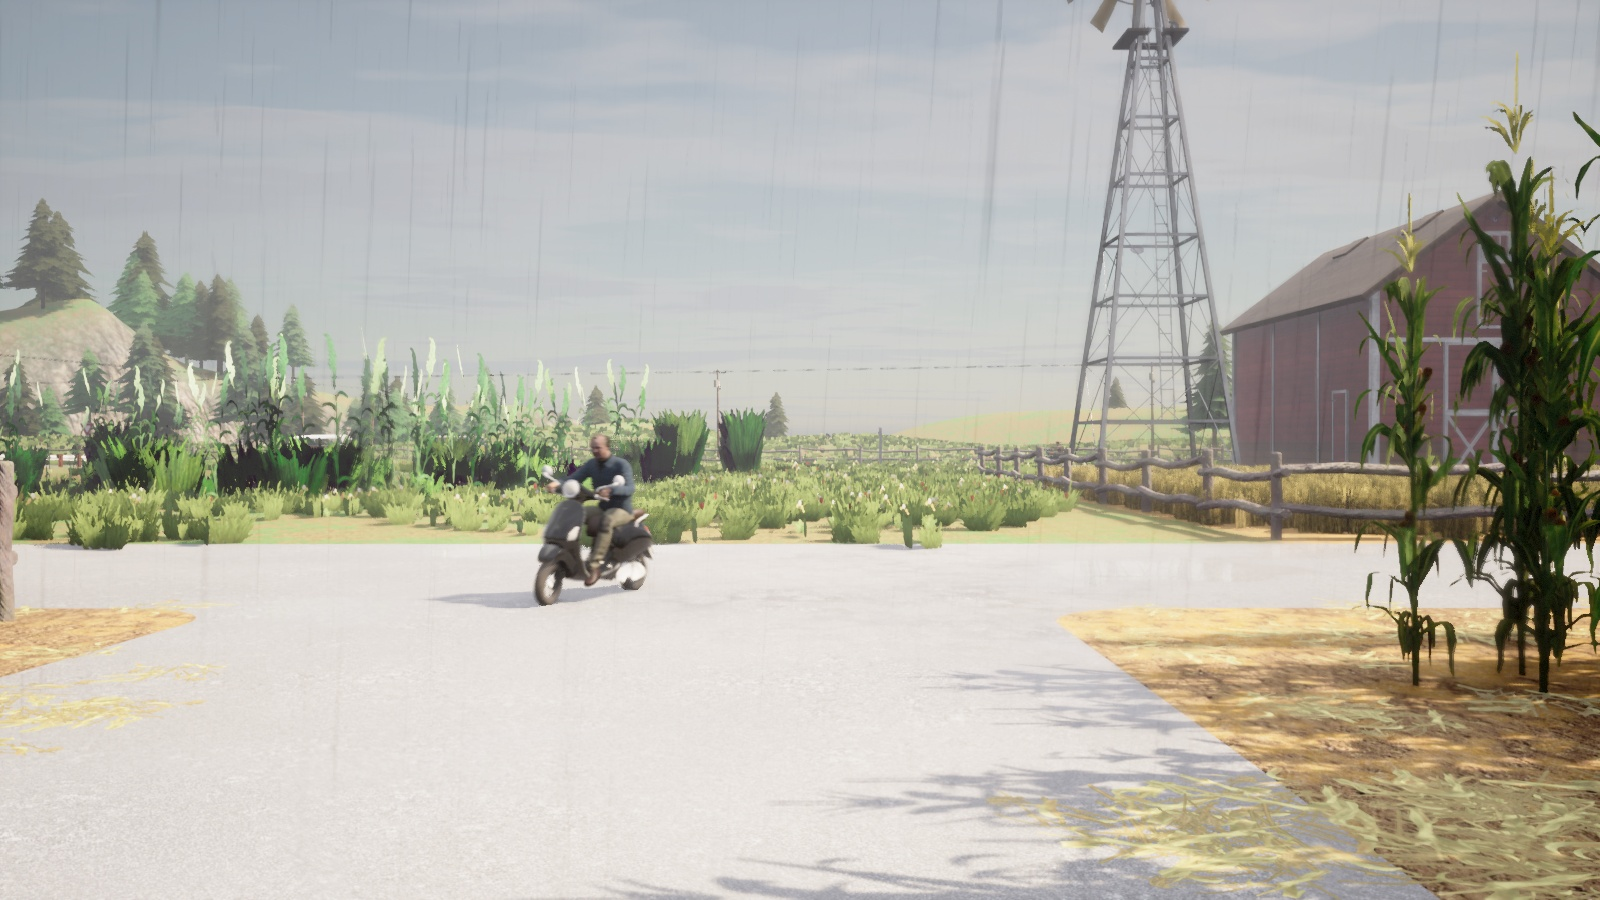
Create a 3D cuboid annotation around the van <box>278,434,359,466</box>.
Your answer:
[{"bbox_3d":[-31.232,-0.017,81.567,4.480,2.038,2.069,0,0,6],"label":"van"}]

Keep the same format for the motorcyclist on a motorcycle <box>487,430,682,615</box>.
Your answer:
[{"bbox_3d":[-2.017,0.630,12.016,0.866,1.590,1.817,3,2,28],"label":"motorcyclist on a motorcycle"}]
